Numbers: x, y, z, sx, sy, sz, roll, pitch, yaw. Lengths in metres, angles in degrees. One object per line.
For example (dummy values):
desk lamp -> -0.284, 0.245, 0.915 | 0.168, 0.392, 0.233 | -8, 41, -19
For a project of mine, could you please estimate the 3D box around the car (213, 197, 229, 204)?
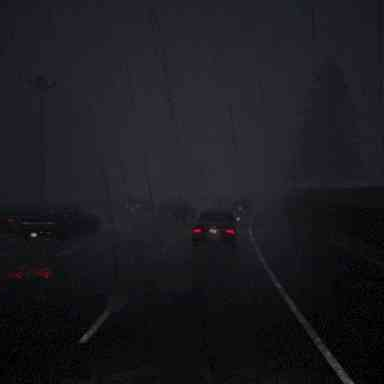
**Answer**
car -> 3.976, 1.350, 42.474 | 2.128, 1.511, 4.902 | 0, 0, 19

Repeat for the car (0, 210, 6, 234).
car -> -9.012, 1.492, 17.881 | 1.994, 1.385, 4.181 | 0, 0, 8

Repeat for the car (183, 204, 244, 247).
car -> 1.104, 1.498, 14.776 | 2.033, 1.411, 5.357 | 0, 0, 7

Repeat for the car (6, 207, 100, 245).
car -> -5.833, 1.432, 15.283 | 2.128, 1.511, 4.902 | 0, 0, 7

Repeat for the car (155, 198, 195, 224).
car -> -0.913, 1.394, 24.053 | 1.882, 1.535, 5.008 | 0, 0, 10

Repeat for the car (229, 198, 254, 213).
car -> 5.530, 1.389, 35.894 | 1.837, 1.490, 4.892 | 0, 0, 16

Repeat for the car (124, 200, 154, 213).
car -> -5.417, 1.472, 35.800 | 1.895, 1.301, 4.718 | 0, 0, 15
